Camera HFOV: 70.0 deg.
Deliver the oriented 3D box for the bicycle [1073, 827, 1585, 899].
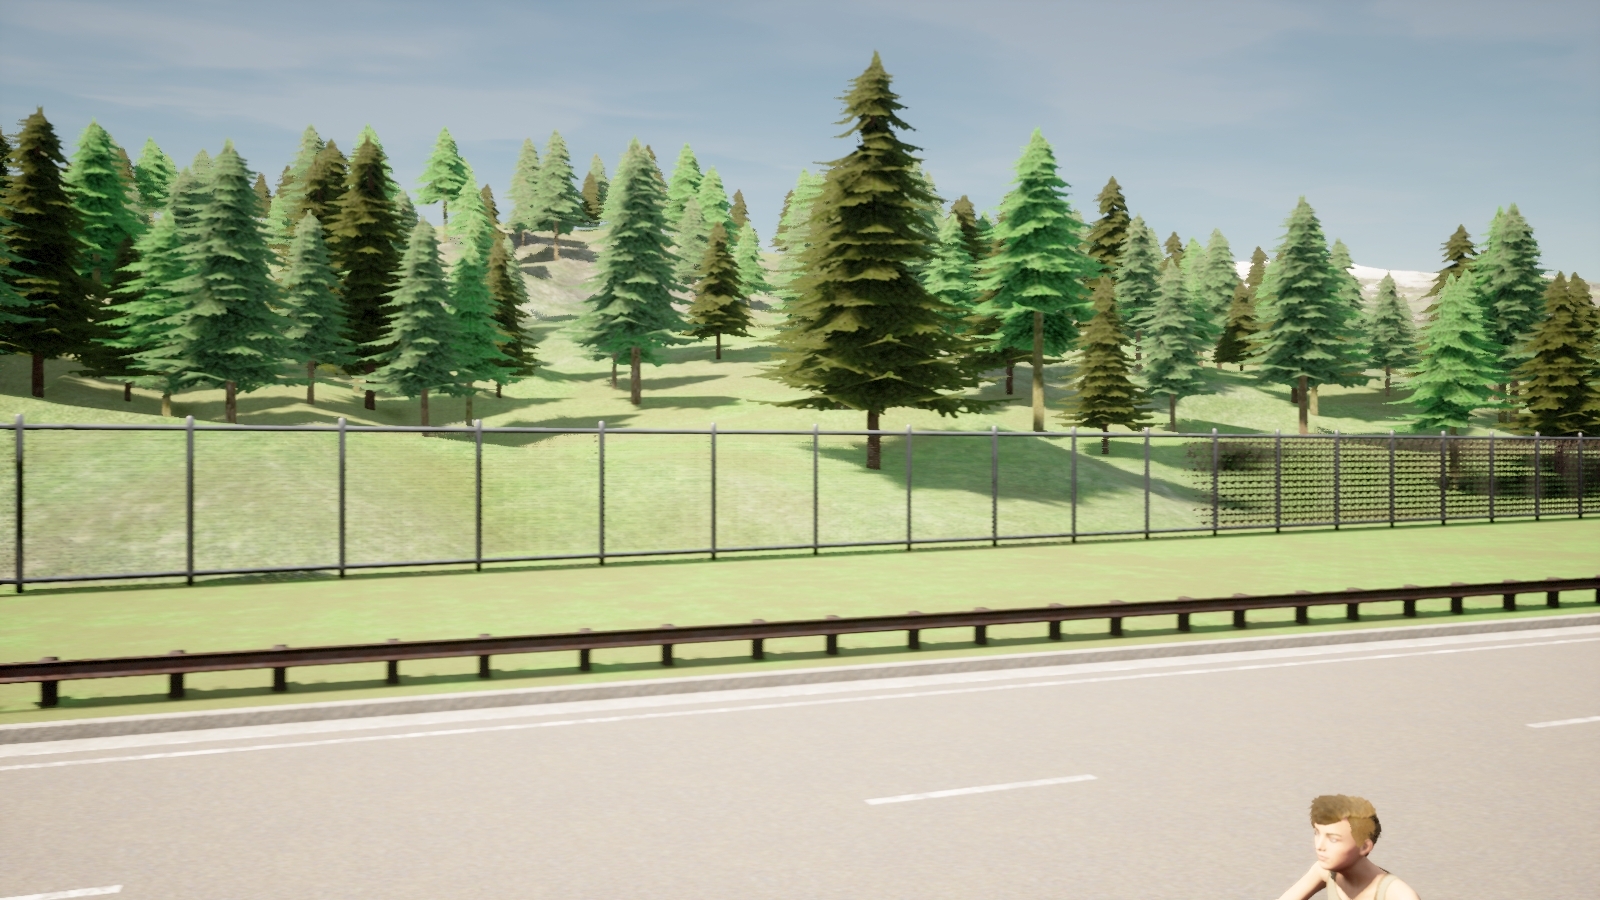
[{"bbox_3d":[1.824,2.157,3.951,1.487,1.277,0.859,0,0,-20],"label":"bicycle"}]
